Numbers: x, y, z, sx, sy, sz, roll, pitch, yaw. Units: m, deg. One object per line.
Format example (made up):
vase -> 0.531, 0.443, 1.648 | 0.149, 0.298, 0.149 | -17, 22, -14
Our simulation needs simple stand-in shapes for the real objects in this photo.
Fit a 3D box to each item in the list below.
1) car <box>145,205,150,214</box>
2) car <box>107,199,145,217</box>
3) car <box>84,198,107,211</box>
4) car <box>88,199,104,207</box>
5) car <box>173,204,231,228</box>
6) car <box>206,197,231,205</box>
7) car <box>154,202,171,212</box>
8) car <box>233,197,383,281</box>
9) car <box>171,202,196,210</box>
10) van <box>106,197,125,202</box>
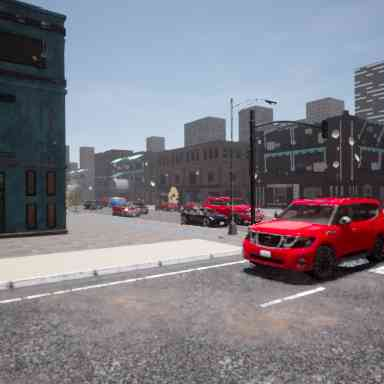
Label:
car -> -6.889, 1.919, 40.150 | 1.837, 1.490, 4.892 | -1, 0, -35
car -> -7.166, 1.845, 36.052 | 1.967, 1.590, 4.097 | -1, 0, -36
car -> -15.491, 2.085, 52.321 | 1.837, 1.490, 4.892 | -1, -1, -35
car -> -19.651, 2.225, 67.949 | 1.887, 1.381, 4.507 | -1, 0, -36
car -> 0.804, 1.813, 24.690 | 1.947, 1.339, 4.313 | -2, 0, -36
car -> 3.157, 1.439, 26.074 | 2.150, 2.045, 5.566 | -1, 0, -36
car -> -3.562, 1.963, 45.429 | 1.802, 1.307, 4.206 | -2, 0, -36
car -> 4.030, 1.220, 10.237 | 5.566, 2.045, 2.150 | 0, 1, -39
car -> -0.345, 1.901, 40.926 | 1.802, 1.307, 4.206 | -2, 0, -36
van -> -13.221, 1.904, 58.941 | 1.690, 1.788, 3.998 | -1, 0, -36
